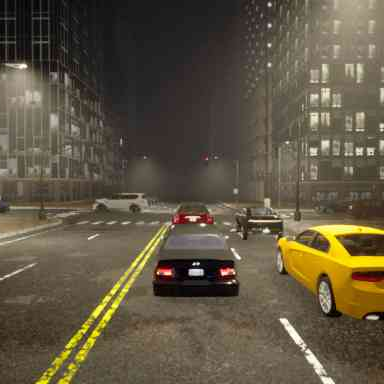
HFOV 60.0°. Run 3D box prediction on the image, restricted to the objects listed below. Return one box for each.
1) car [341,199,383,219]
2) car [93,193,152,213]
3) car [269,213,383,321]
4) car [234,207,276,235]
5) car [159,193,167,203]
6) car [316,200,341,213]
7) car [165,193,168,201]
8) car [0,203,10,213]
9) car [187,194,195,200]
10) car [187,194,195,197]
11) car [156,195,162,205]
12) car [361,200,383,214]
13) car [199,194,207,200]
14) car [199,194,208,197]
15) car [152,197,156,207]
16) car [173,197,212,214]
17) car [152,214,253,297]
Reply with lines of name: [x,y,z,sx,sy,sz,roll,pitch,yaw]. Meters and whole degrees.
car: [16.093,1.519,28.652,5.009,1.841,2.192,1,0,1]
car: [-7.365,1.123,34.699,5.566,2.045,2.150,1,1,1]
car: [3.323,1.474,7.447,1.882,1.535,5.008,0,0,0]
car: [3.277,1.482,16.864,2.128,1.511,4.902,0,0,1]
car: [-6.777,1.507,67.556,1.994,1.385,4.181,0,0,0]
car: [15.422,1.610,34.464,4.892,1.490,1.837,1,1,2]
car: [-6.800,1.153,78.305,2.150,2.045,5.566,0,0,0]
car: [-20.035,1.317,31.697,5.008,1.535,1.882,1,1,1]
car: [-0.343,1.295,89.797,1.994,1.385,4.181,0,0,0]
car: [-0.304,1.470,79.761,1.994,1.385,4.181,0,0,0]
car: [-6.794,1.556,57.551,1.895,1.301,4.718,0,0,0]
car: [21.669,1.643,36.960,4.829,1.417,1.752,1,0,1]
car: [2.907,1.295,89.808,1.994,1.385,4.181,0,0,0]
car: [2.946,1.272,79.743,2.097,1.767,4.553,0,0,0]
car: [-6.784,1.567,48.379,1.895,1.301,4.718,0,0,0]
car: [0.033,1.342,18.034,2.097,1.767,4.553,0,0,0]
car: [0.067,1.543,8.719,2.033,1.411,5.357,0,0,0]
